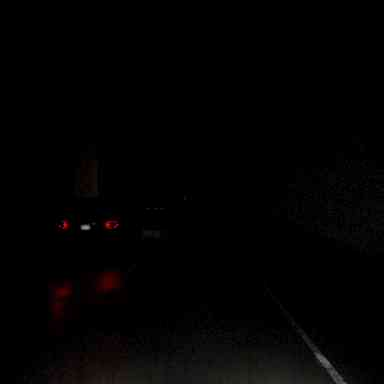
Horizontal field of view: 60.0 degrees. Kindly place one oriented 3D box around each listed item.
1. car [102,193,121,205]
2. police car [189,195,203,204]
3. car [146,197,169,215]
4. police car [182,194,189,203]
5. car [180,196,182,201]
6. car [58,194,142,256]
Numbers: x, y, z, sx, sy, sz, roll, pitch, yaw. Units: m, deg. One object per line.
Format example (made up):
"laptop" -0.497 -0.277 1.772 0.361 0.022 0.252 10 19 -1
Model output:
"car" -14.133 1.231 58.586 2.150 2.045 5.566 0 0 -1
"police car" 0.897 1.437 61.723 1.930 1.638 5.238 0 0 -3
"car" -3.423 1.553 33.440 2.033 1.411 5.357 0 0 0
"police car" -0.219 1.439 72.360 1.930 1.638 5.238 0 0 -9
"car" -1.423 1.366 78.523 2.097 1.767 4.553 0 0 -13
"car" -3.410 1.224 13.322 2.150 2.045 5.566 0 0 0
